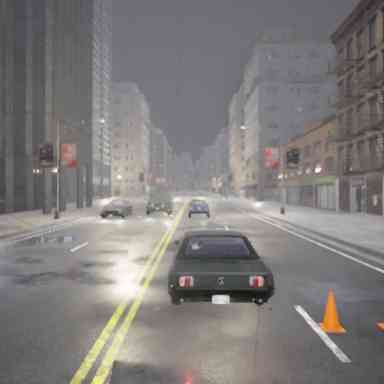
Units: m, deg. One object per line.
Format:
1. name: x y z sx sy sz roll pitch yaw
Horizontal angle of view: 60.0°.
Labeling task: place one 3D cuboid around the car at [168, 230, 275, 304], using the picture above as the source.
1. car: 0.512 1.556 7.963 1.895 1.301 4.718 0 0 0

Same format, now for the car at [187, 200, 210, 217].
1. car: 0.591 1.371 29.549 2.033 1.411 5.357 0 0 0

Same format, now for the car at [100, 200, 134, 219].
1. car: -6.115 1.373 27.753 2.033 1.411 5.357 0 0 0

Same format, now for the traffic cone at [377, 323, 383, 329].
1. traffic cone: 3.272 1.929 5.432 0.340 0.580 0.340 0 0 0

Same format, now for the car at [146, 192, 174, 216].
1. car: -2.851 1.034 30.438 2.150 2.045 5.566 0 0 0

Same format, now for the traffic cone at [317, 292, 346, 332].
1. traffic cone: 2.272 1.928 5.435 0.340 0.580 0.340 0 0 0
